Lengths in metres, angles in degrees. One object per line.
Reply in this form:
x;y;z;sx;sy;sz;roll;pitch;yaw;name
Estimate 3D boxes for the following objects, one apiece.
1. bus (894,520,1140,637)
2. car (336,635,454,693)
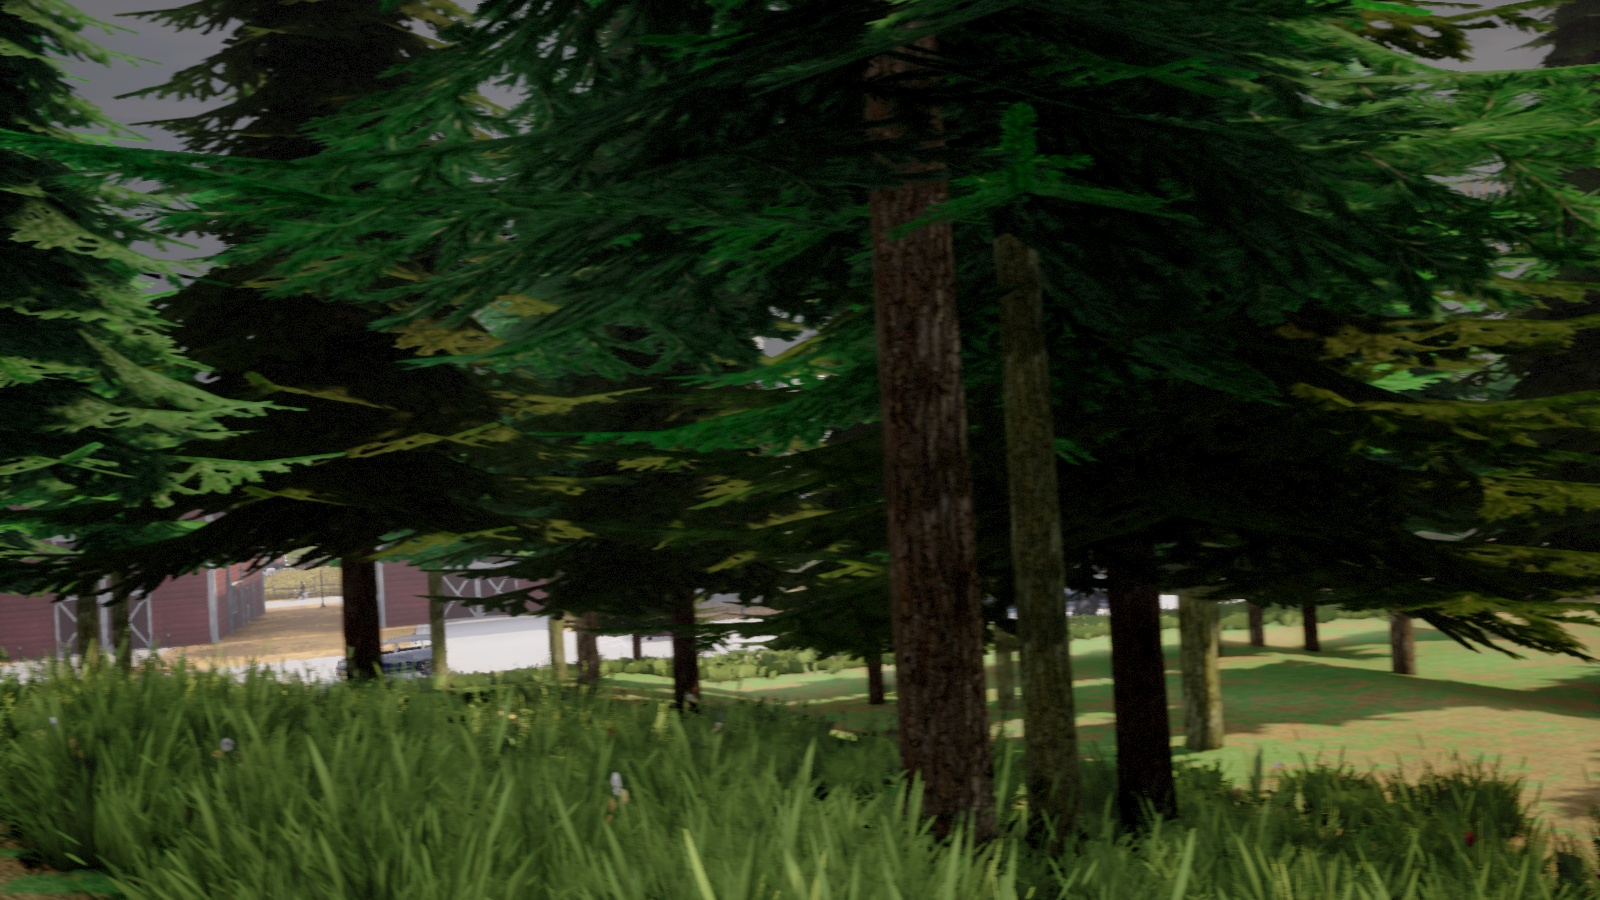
10.058;5.818;58.507;10.273;4.253;3.944;-4;-2;-16;bus
-17.358;9.169;53.994;4.611;1.667;2.242;-4;-2;-16;car
